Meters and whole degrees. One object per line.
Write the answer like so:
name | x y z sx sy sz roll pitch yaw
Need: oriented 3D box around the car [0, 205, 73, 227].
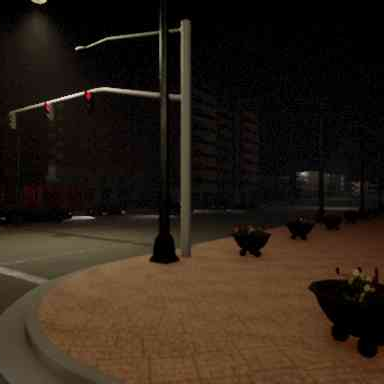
car | -11.397 1.643 24.132 2.033 1.411 5.357 0 0 35

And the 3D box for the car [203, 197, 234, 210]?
car | 3.861 1.749 51.807 2.150 2.045 5.566 0 -1 36

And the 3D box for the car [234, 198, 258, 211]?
car | 8.348 2.122 52.060 2.033 1.411 5.357 0 -1 35

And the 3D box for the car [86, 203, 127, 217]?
car | -8.703 1.772 34.057 1.994 1.385 4.181 0 -1 35

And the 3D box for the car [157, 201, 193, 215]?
car | -1.889 1.787 37.655 1.882 1.535 5.008 0 -1 35
